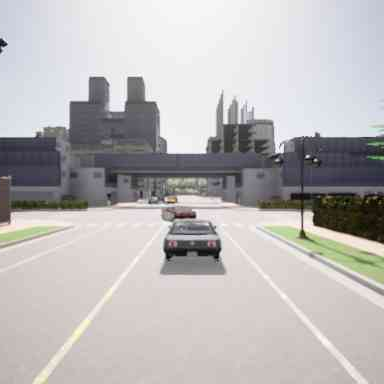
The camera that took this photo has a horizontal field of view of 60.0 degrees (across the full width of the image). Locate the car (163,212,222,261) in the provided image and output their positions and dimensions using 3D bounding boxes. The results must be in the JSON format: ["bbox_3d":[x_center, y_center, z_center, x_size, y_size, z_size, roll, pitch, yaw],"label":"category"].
[{"bbox_3d":[0.024,1.657,12.569,1.895,1.301,4.718,0,0,0],"label":"car"}]

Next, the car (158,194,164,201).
[{"bbox_3d":[-7.894,1.604,83.407,2.150,2.045,5.566,0,0,0],"label":"car"}]

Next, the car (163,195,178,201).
[{"bbox_3d":[-4.350,1.794,67.823,1.882,1.535,5.008,0,0,0],"label":"car"}]

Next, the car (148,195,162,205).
[{"bbox_3d":[-7.851,1.831,67.826,2.128,1.511,4.902,0,0,0],"label":"car"}]

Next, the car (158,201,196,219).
[{"bbox_3d":[-1.262,1.742,28.083,1.895,1.301,4.718,0,0,-19],"label":"car"}]
